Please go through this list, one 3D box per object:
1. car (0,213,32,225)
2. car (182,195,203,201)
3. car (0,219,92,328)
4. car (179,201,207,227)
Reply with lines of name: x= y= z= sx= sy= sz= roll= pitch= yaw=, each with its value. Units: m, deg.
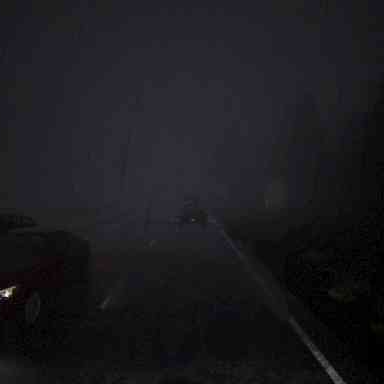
car: x=-6.473 y=1.480 z=10.915 sx=1.816 sy=1.474 sz=4.193 roll=6 pitch=-1 yaw=-2
car: x=0.070 y=1.298 z=37.077 sx=2.150 sy=2.045 sz=5.566 roll=0 pitch=1 yaw=0
car: x=-3.547 y=1.542 z=7.139 sx=1.812 sy=1.442 sz=4.674 roll=0 pitch=0 yaw=1
car: x=0.077 y=1.579 z=23.178 sx=1.812 sy=1.442 sz=4.674 roll=0 pitch=0 yaw=0
